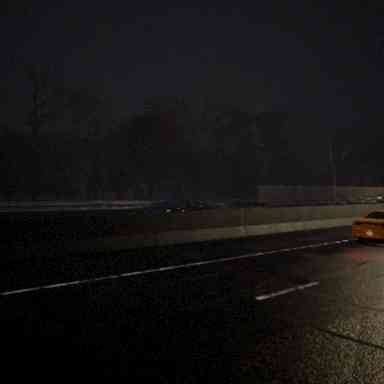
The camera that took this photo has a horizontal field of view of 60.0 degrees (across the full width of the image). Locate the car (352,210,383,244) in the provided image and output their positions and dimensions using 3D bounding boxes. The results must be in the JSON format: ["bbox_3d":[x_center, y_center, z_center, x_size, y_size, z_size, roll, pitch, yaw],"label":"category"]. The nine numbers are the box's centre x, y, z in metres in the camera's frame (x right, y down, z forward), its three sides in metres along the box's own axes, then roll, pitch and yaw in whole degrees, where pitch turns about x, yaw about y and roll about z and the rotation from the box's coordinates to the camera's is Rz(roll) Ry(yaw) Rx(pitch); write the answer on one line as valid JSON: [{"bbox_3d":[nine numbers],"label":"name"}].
[{"bbox_3d":[9.054,1.487,14.620,5.008,1.535,1.882,0,0,-35],"label":"car"}]

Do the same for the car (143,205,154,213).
[{"bbox_3d":[-2.178,1.530,31.641,5.008,1.535,1.882,0,0,-33],"label":"car"}]

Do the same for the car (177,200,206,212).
[{"bbox_3d":[1.501,1.524,26.430,4.718,1.301,1.895,0,0,-35],"label":"car"}]

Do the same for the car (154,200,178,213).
[{"bbox_3d":[-0.507,1.511,29.297,4.892,1.490,1.837,0,0,-35],"label":"car"}]

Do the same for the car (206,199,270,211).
[{"bbox_3d":[3.582,1.372,23.615,4.553,1.767,2.097,0,0,-35],"label":"car"}]
